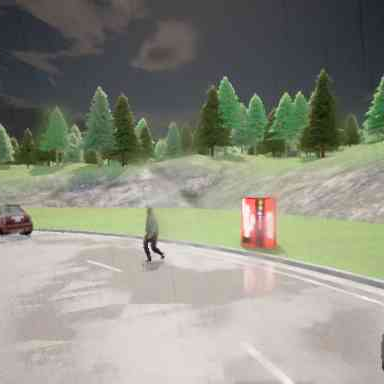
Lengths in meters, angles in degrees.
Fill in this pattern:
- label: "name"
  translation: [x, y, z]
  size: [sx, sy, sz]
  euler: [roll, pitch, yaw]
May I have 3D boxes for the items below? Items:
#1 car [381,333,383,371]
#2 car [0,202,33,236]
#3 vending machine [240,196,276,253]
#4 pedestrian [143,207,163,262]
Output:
- label: "car"
  translation: [3.297, 1.498, 1.926]
  size: [1.837, 1.490, 4.892]
  euler: [1, -2, -7]
- label: "car"
  translation: [-10.277, 1.351, 16.505]
  size: [4.553, 1.767, 2.097]
  euler: [0, 0, 19]
- label: "vending machine"
  translation: [2.591, 1.194, 12.978]
  size: [1.100, 2.100, 0.880]
  euler: [0, 0, -40]
- label: "pedestrian"
  translation: [-1.271, 1.293, 10.599]
  size: [0.375, 1.860, 0.375]
  euler: [0, 0, -42]
